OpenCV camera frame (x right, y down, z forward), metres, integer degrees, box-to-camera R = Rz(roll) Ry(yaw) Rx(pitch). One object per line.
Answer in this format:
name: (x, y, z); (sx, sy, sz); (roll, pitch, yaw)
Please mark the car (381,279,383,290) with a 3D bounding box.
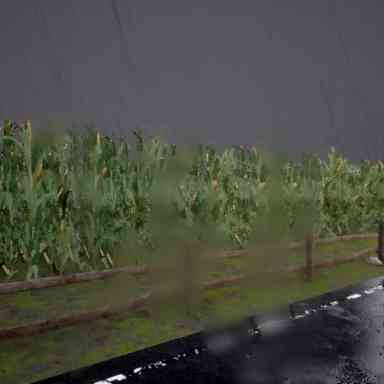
car: (6.463, 1.547, 7.590); (5.357, 1.411, 2.033); (0, 0, -36)
